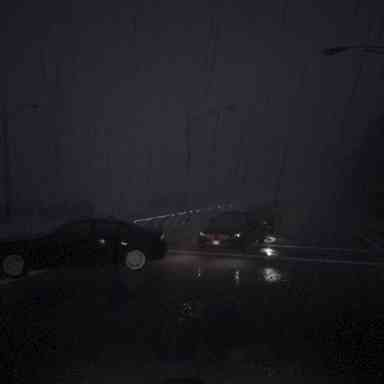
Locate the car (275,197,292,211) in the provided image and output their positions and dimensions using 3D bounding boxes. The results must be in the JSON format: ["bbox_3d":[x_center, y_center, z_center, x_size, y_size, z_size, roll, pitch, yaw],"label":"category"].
[{"bbox_3d":[11.658,1.483,42.110,1.837,1.490,4.892,0,0,19],"label":"car"}]

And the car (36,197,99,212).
[{"bbox_3d":[-9.036,1.356,24.209,3.633,1.501,1.845,0,0,18],"label":"car"}]

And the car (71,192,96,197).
[{"bbox_3d":[-18.464,1.249,53.736,4.514,1.523,2.007,0,0,18],"label":"car"}]

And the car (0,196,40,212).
[{"bbox_3d":[-15.115,1.356,29.404,3.806,1.475,1.970,0,0,18],"label":"car"}]

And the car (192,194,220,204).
[{"bbox_3d":[1.660,1.125,56.782,5.027,1.636,2.152,0,0,18],"label":"car"}]

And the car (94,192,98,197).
[{"bbox_3d":[-21.856,1.298,67.986,3.806,1.475,1.970,0,0,18],"label":"car"}]

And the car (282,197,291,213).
[{"bbox_3d":[7.747,1.486,30.515,1.837,1.490,4.892,0,0,19],"label":"car"}]

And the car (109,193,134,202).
[{"bbox_3d":[-13.809,1.045,65.312,4.605,1.855,1.932,0,0,18],"label":"car"}]

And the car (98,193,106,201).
[{"bbox_3d":[-20.214,1.014,70.941,3.866,1.878,1.905,0,0,18],"label":"car"}]

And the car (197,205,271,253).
[{"bbox_3d":[1.813,1.514,13.896,1.812,1.442,4.674,0,0,24],"label":"car"}]

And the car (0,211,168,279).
[{"bbox_3d":[-3.234,1.475,9.875,5.008,1.535,1.882,0,0,-16],"label":"car"}]

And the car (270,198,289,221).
[{"bbox_3d":[5.870,1.474,24.951,2.128,1.511,4.902,0,0,19],"label":"car"}]

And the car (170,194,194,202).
[{"bbox_3d":[-2.104,1.257,68.690,4.514,1.523,2.007,0,0,18],"label":"car"}]

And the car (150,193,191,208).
[{"bbox_3d":[-2.967,1.074,41.774,4.605,1.855,1.932,0,0,18],"label":"car"}]

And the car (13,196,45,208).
[{"bbox_3d":[-21.698,1.273,44.281,3.633,1.501,1.845,0,0,18],"label":"car"}]

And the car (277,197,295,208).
[{"bbox_3d":[13.539,1.468,47.686,2.128,1.511,4.902,0,0,19],"label":"car"}]

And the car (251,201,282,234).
[{"bbox_3d":[3.960,1.490,19.305,1.837,1.490,4.892,0,0,19],"label":"car"}]

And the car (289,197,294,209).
[{"bbox_3d":[9.786,1.543,36.553,1.994,1.385,4.181,0,0,19],"label":"car"}]
